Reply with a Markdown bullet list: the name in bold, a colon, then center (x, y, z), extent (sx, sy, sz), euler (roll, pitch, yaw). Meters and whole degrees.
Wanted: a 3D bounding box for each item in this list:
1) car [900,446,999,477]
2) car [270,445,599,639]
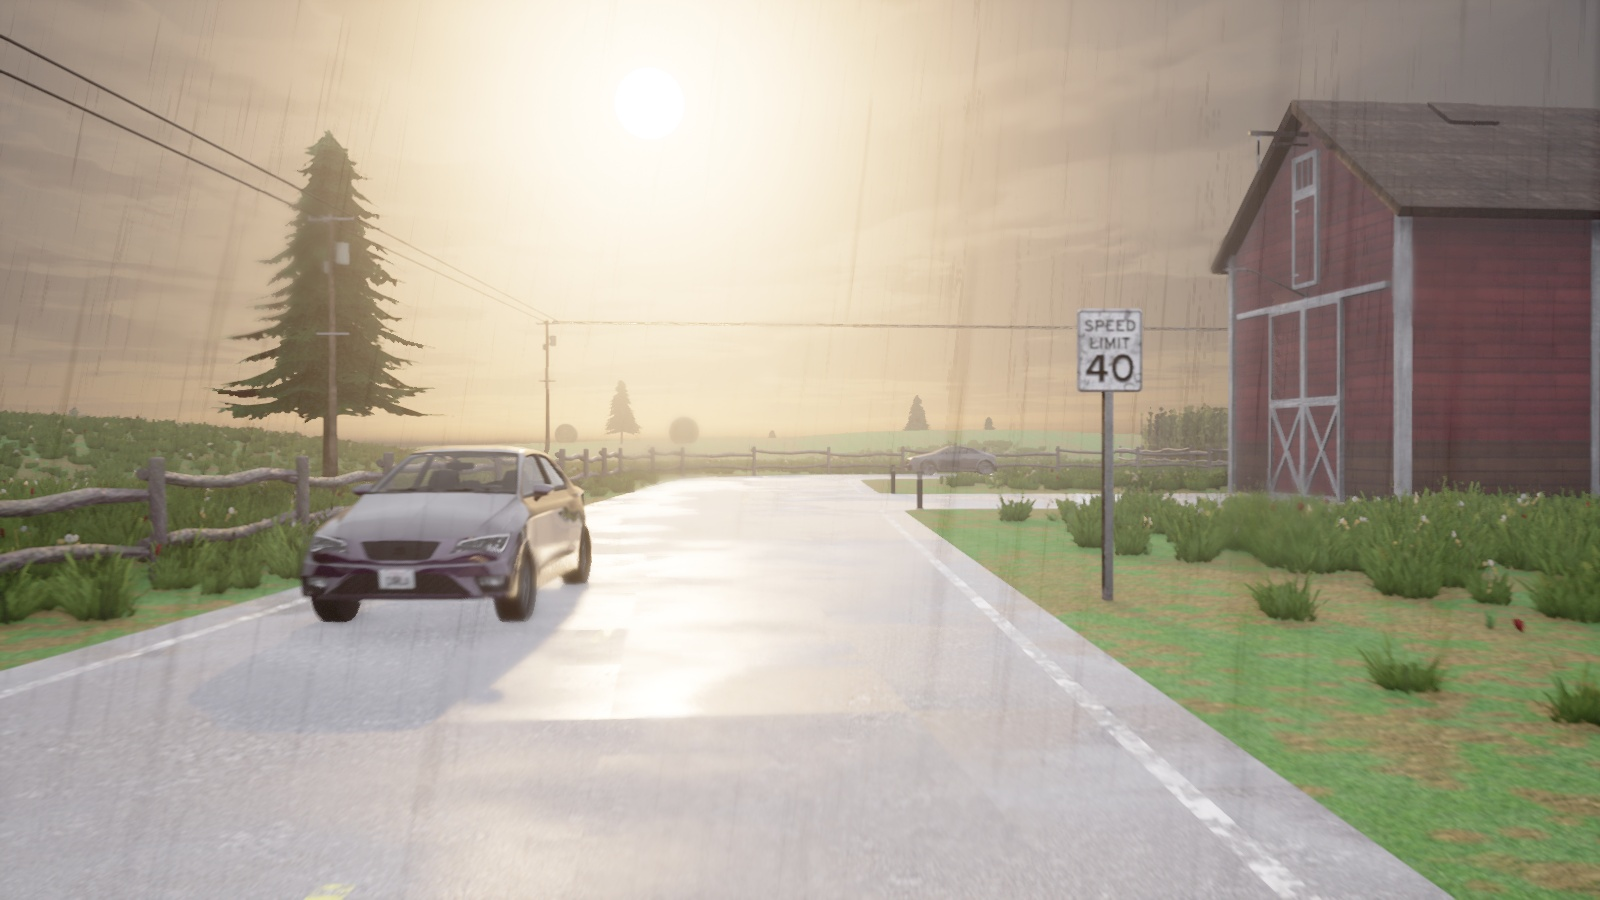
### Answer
- **car**: center (6.801, 0.492, 57.491), extent (4.181, 1.385, 1.994), euler (0, 0, -5)
- **car**: center (-3.119, 0.692, 11.661), extent (1.816, 1.474, 4.193), euler (0, 0, 0)
